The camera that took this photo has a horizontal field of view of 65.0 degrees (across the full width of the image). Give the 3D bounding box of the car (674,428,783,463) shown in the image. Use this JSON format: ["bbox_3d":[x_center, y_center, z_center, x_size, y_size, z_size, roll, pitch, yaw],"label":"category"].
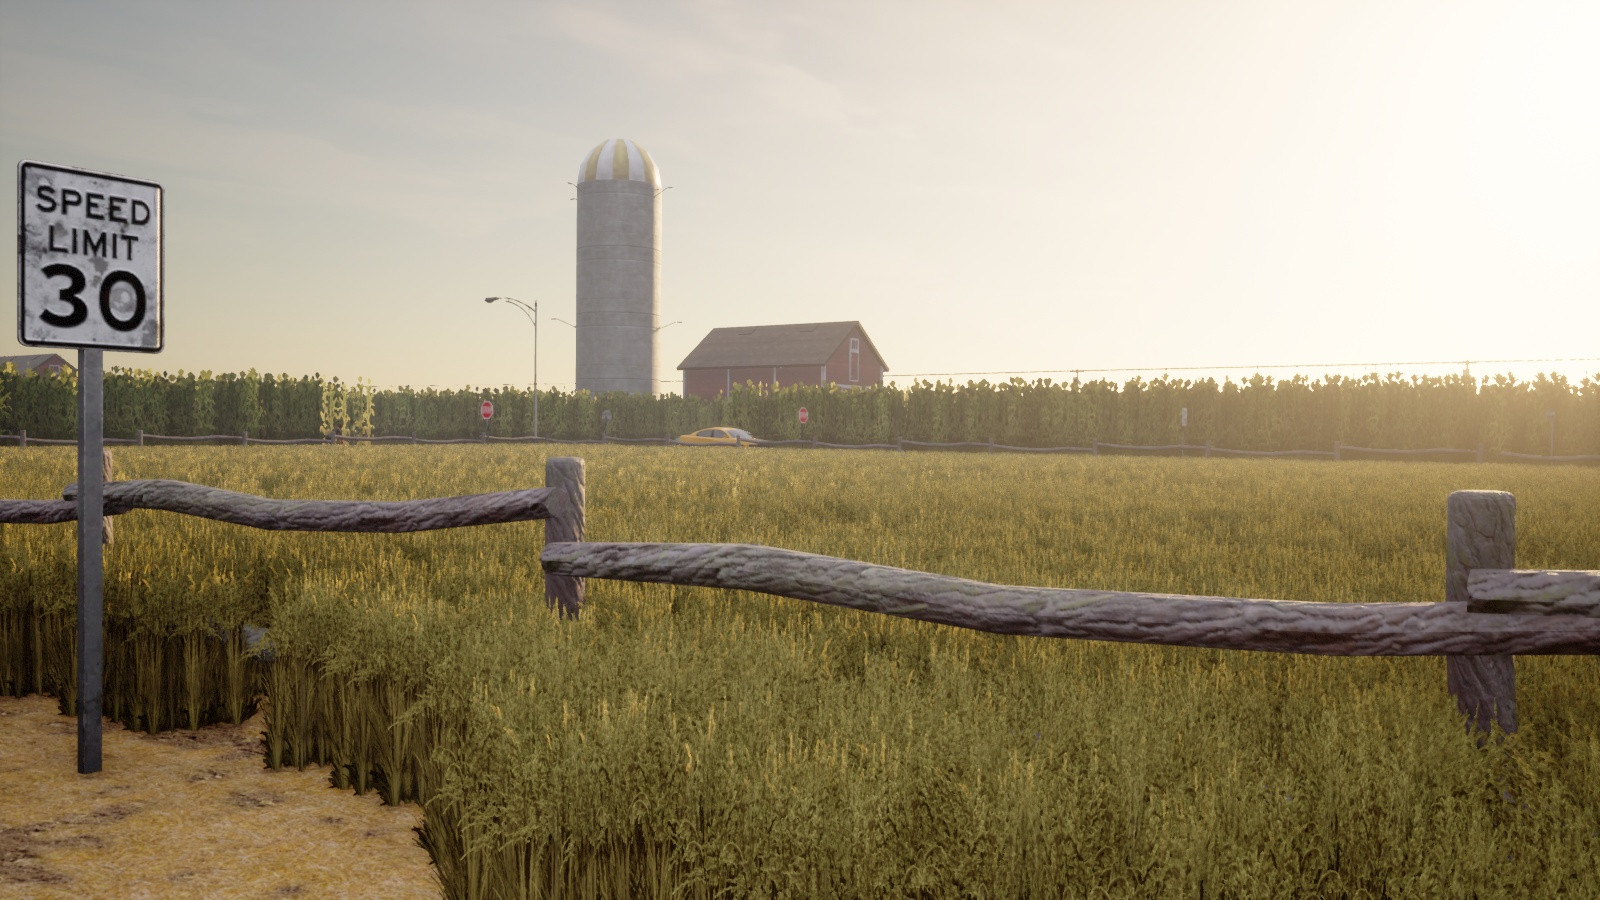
[{"bbox_3d":[-3.344,-0.231,58.115,5.008,1.535,1.882,1,1,37],"label":"car"}]
